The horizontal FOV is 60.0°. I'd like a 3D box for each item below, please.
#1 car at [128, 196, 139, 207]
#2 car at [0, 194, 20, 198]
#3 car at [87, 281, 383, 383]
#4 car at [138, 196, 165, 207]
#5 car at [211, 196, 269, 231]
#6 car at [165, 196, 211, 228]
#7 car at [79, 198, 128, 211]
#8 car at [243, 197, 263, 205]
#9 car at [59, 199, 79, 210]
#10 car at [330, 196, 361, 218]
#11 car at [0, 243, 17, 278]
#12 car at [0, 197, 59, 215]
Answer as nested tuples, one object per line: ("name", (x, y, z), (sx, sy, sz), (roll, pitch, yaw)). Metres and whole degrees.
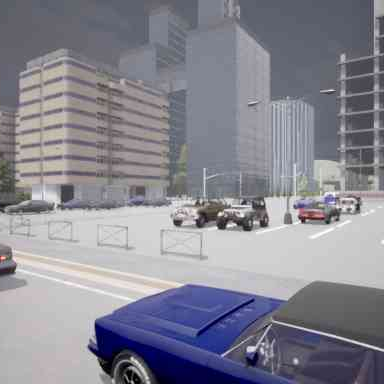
("car", (-8.846, 1.352, 50.909), (2.097, 1.767, 4.553), (0, 0, 35))
("car", (-20.232, 1.222, 34.003), (2.150, 2.045, 5.566), (0, 0, 34))
("car", (1.154, 1.601, 3.167), (4.718, 1.301, 1.895), (0, 0, 35))
("car", (-5.162, 1.547, 50.154), (2.033, 1.411, 5.357), (0, 0, 34))
("car", (3.042, 1.156, 19.256), (1.905, 1.878, 3.866), (0, 0, 34))
("car", (0.675, 1.153, 20.922), (1.932, 1.855, 4.605), (0, 0, 34))
("car", (-10.954, 1.547, 41.538), (2.033, 1.411, 5.357), (0, 0, 34))
("car", (11.381, 1.601, 61.926), (1.895, 1.301, 4.718), (0, 0, 35))
("car", (-14.522, 1.547, 42.513), (2.033, 1.411, 5.357), (0, 0, 34))
("car", (15.066, 1.395, 32.211), (1.970, 1.475, 3.806), (0, 0, 34))
("car", (-6.692, 1.547, 8.682), (5.357, 1.411, 2.033), (0, 0, 35))
("car", (-16.284, 1.526, 33.566), (1.812, 1.442, 4.674), (0, 0, 34))
